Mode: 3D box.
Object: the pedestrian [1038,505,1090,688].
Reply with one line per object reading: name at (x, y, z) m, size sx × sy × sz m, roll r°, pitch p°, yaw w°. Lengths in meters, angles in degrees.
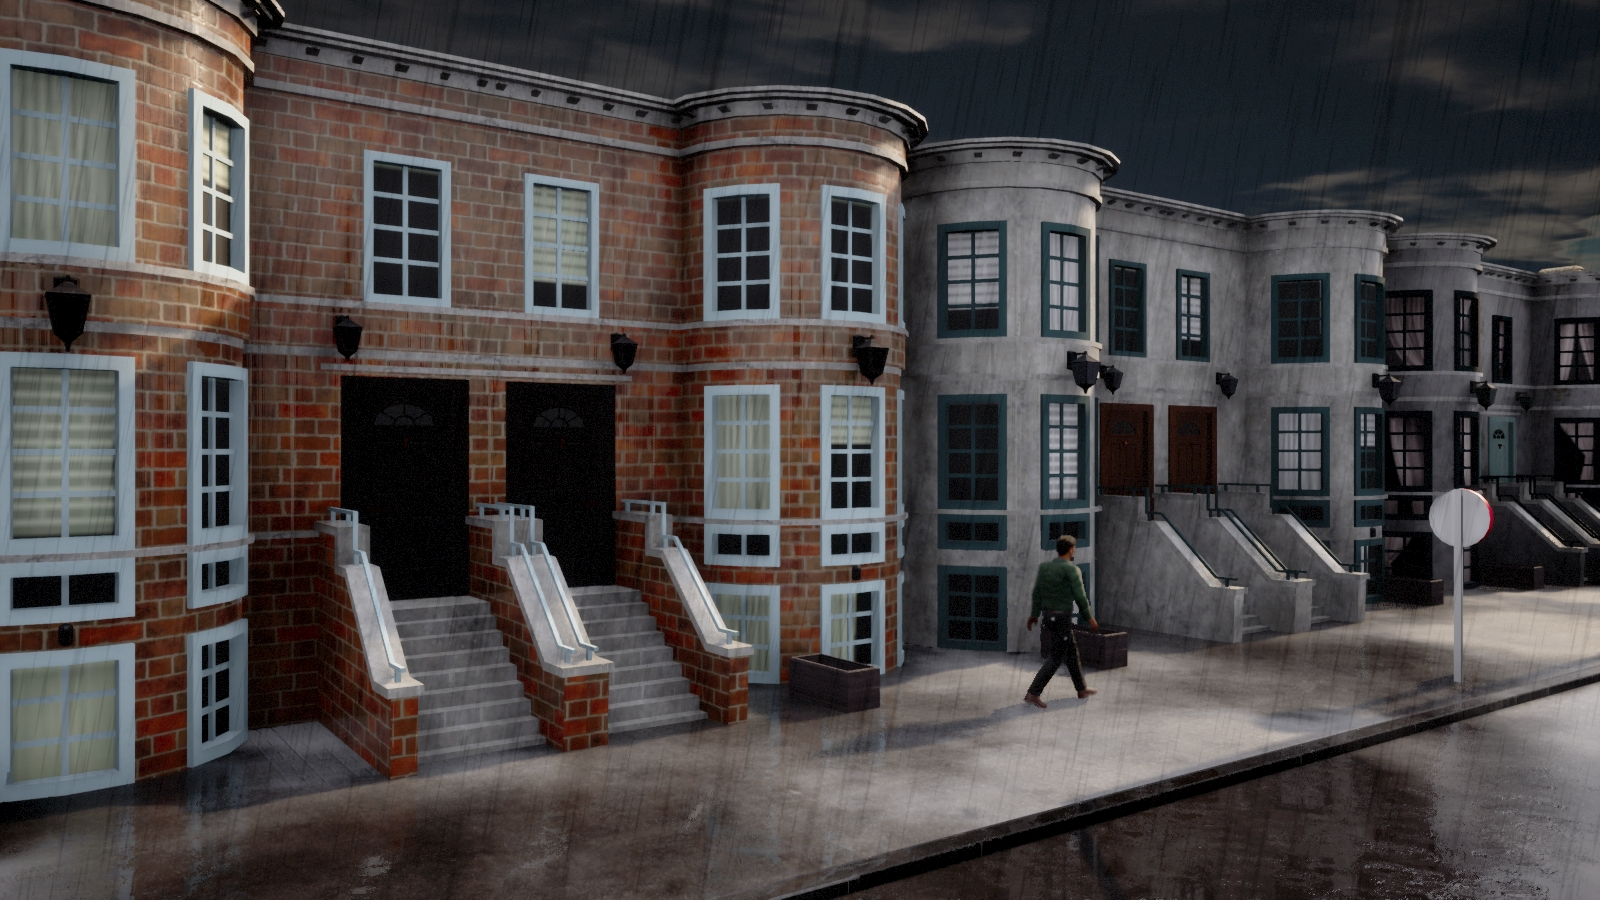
pedestrian at (2.776, 1.524, 12.010) m, size 0.375 × 1.860 × 0.375 m, roll 0°, pitch 0°, yaw -27°
